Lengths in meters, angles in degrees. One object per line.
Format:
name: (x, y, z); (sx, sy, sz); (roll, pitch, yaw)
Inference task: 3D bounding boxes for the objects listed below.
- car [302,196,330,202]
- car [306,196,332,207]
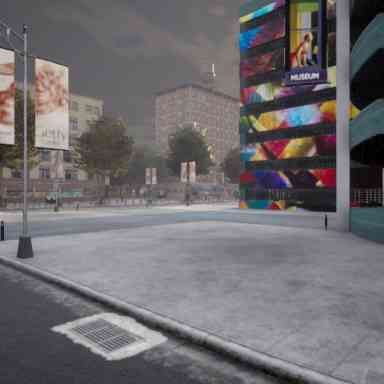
car: (14.241, 1.320, 39.318); (2.002, 1.452, 4.674); (0, 0, 43)
car: (19.548, 1.413, 51.047); (2.161, 1.482, 4.786); (0, 0, 43)
